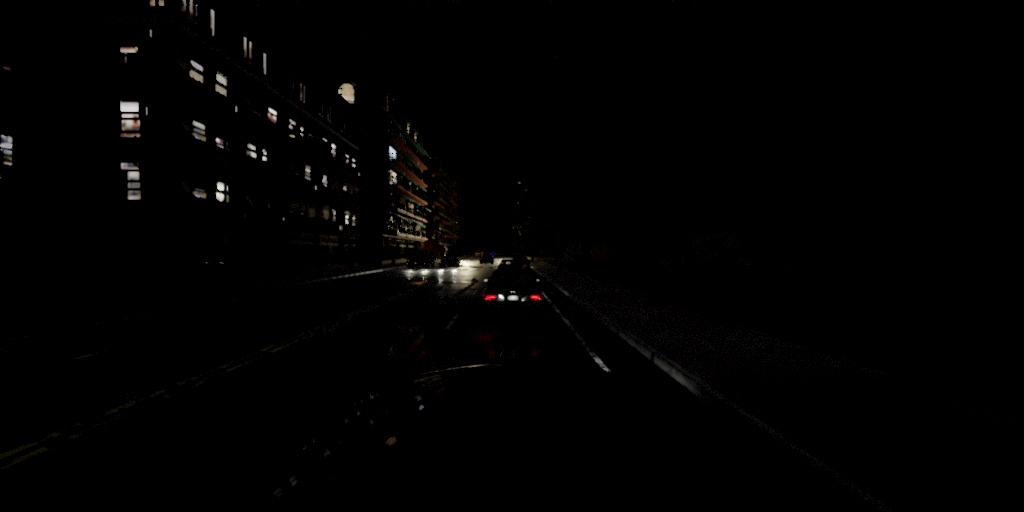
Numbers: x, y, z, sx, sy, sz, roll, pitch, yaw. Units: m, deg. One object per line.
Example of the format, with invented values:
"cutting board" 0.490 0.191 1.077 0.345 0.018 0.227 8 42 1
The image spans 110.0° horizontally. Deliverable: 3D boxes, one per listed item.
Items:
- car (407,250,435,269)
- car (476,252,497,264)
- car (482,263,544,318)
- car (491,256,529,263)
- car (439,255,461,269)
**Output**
"car" -10.226 0.358 40.715 2.150 2.045 5.566 0 1 0
"car" -3.762 0.493 53.498 1.994 1.385 4.181 0 1 0
"car" 0.000 1.133 12.116 2.033 1.411 5.357 0 1 -1
"car" -0.129 0.931 24.911 2.033 1.411 5.357 0 1 -1
"car" -6.973 0.667 40.298 1.812 1.442 4.674 0 1 0
